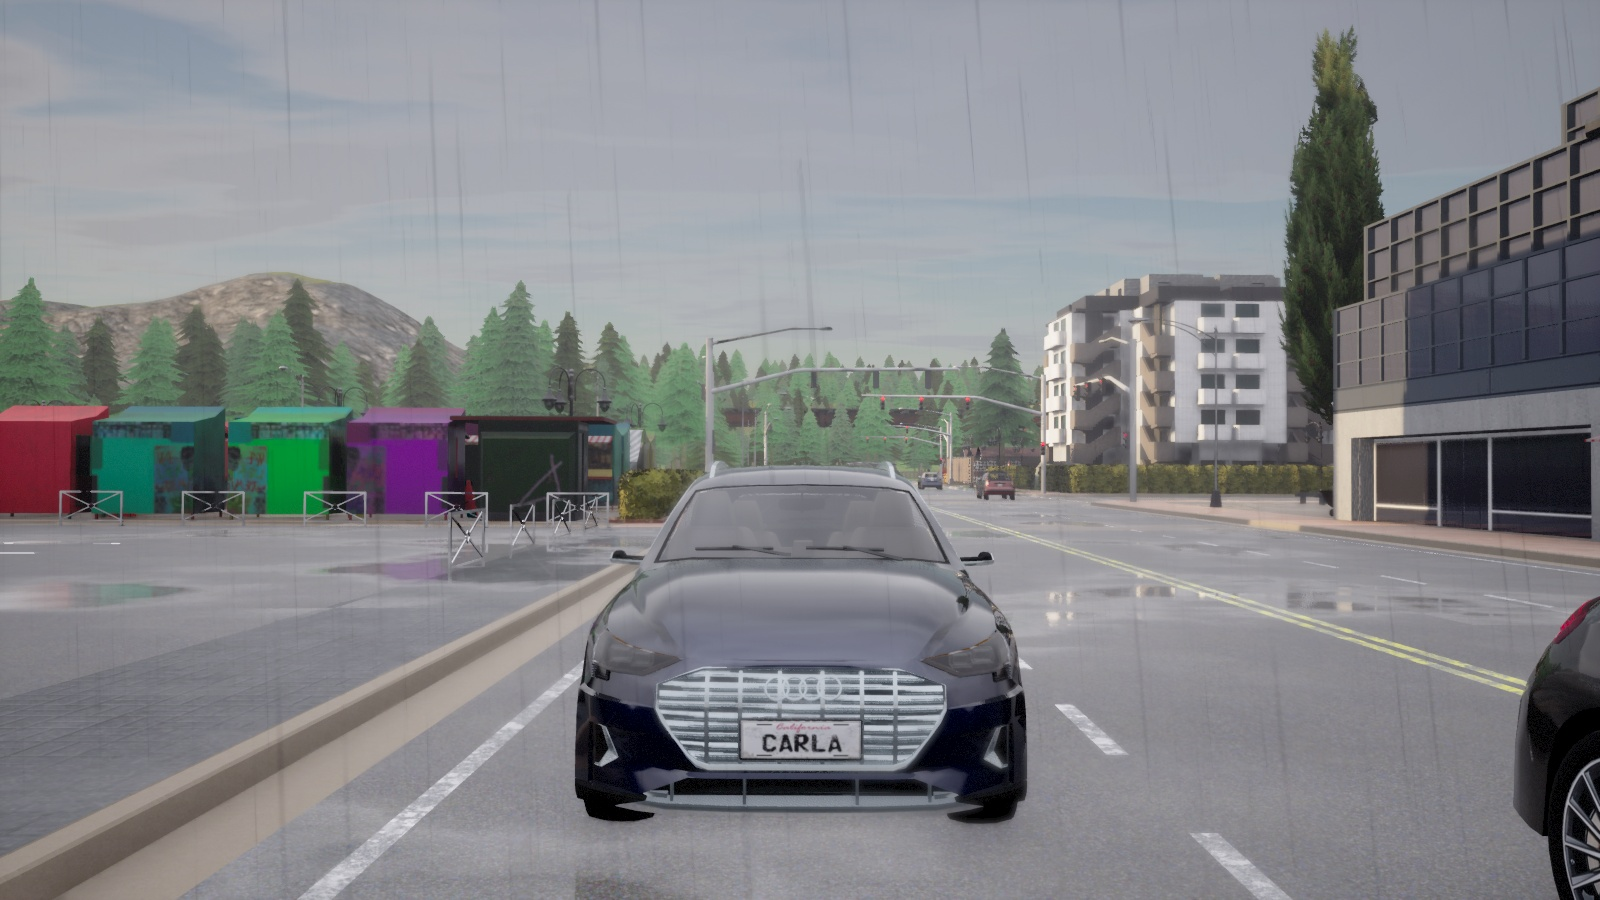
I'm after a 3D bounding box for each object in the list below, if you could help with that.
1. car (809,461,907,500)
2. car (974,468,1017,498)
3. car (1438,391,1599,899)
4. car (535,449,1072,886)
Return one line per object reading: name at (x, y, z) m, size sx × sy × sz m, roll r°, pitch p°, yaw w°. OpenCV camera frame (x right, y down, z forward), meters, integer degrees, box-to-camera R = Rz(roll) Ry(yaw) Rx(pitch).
car at (3.108, 1.670, 68.577) m, size 2.150 × 2.045 × 5.566 m, roll 1°, pitch -1°, yaw -40°
car at (11.038, 1.861, 71.195) m, size 1.851 × 1.617 × 3.988 m, roll 0°, pitch -1°, yaw 0°
car at (3.494, 0.617, 2.241) m, size 2.152 × 1.651 × 5.027 m, roll 0°, pitch -1°, yaw 0°
car at (0.019, 0.865, 7.197) m, size 2.033 × 1.649 × 4.856 m, roll 0°, pitch -1°, yaw 0°
